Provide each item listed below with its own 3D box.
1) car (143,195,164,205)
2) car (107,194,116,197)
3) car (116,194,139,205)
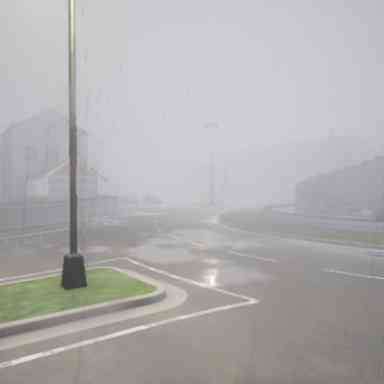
[{"bbox_3d":[-6.383,1.261,54.273,1.837,1.490,4.892,0,1,-32],"label":"car"},{"bbox_3d":[-15.657,1.106,66.962,2.097,1.767,4.553,-1,0,-37],"label":"car"},{"bbox_3d":[-10.143,1.311,53.667,1.812,1.442,4.674,0,0,-34],"label":"car"}]
